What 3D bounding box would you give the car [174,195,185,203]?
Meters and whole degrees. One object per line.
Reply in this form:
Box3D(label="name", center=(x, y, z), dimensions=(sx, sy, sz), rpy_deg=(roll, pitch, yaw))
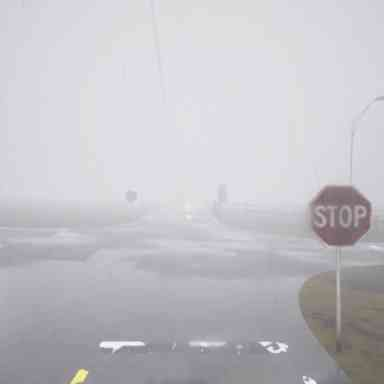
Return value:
Box3D(label="car", center=(-2.397, 1.335, 65.649), dimensions=(2.097, 1.767, 4.553), rpy_deg=(0, 0, 0))
